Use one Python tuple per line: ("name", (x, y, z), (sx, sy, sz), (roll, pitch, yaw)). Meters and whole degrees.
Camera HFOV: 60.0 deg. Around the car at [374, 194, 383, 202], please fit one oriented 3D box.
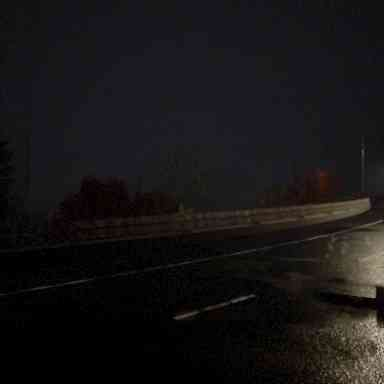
("car", (36.601, 1.117, 64.091), (1.812, 1.442, 4.674), (0, 0, 14))
